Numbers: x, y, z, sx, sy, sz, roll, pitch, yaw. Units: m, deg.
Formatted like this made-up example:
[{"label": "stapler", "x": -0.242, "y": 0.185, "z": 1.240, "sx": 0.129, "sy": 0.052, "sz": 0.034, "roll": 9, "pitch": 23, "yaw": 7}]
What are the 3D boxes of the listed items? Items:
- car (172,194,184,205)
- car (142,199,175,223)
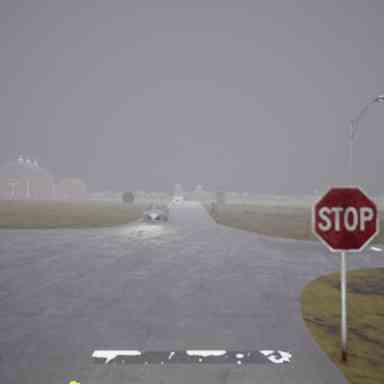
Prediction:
[{"label": "car", "x": -2.797, "y": 1.489, "z": 66.772, "sx": 2.150, "sy": 2.045, "sz": 5.566, "roll": 0, "pitch": 0, "yaw": 0}, {"label": "car", "x": -2.792, "y": 1.602, "z": 26.855, "sx": 2.128, "sy": 1.511, "sz": 4.902, "roll": 0, "pitch": 0, "yaw": 0}]
